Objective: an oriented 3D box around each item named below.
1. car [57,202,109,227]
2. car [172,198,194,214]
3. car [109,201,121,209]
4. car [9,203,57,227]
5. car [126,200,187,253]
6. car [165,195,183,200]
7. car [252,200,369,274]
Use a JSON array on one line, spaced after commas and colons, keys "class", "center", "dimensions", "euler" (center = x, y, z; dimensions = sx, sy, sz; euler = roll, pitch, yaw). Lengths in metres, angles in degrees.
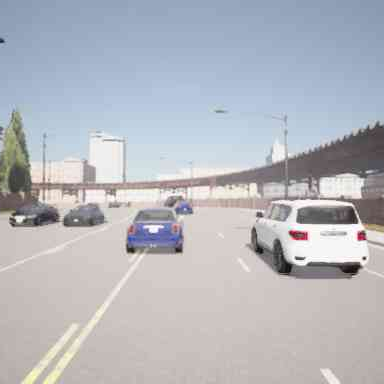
[{"class": "car", "center": [-7.445, 1.628, 23.234], "dimensions": [1.994, 1.385, 4.181], "euler": [0, 0, -1]}, {"class": "car", "center": [-0.977, 1.658, 36.791], "dimensions": [1.812, 1.442, 4.674], "euler": [0, -1, -7]}, {"class": "car", "center": [-14.757, 2.427, 63.056], "dimensions": [2.033, 1.411, 5.357], "euler": [1, -3, -21]}, {"class": "car", "center": [-10.936, 1.550, 23.416], "dimensions": [2.128, 1.511, 4.902], "euler": [0, 0, -1]}, {"class": "car", "center": [-1.403, 1.395, 14.050], "dimensions": [2.097, 1.767, 4.553], "euler": [0, 0, -1]}, {"class": "car", "center": [-2.439, 1.501, 46.630], "dimensions": [2.150, 2.045, 5.566], "euler": [0, -1, -13]}, {"class": "car", "center": [3.460, 1.263, 10.848], "dimensions": [2.150, 2.045, 5.566], "euler": [0, 0, -1]}]
